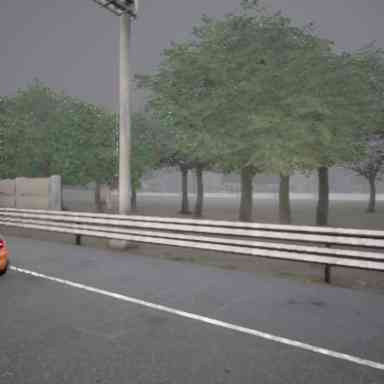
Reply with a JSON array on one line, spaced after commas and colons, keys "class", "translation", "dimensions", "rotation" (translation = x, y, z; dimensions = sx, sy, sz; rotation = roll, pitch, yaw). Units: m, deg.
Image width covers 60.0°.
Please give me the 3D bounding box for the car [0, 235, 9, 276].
[{"class": "car", "translation": [-6.957, 1.341, 8.976], "dimensions": [4.553, 1.767, 2.097], "rotation": [0, 0, 36]}]
